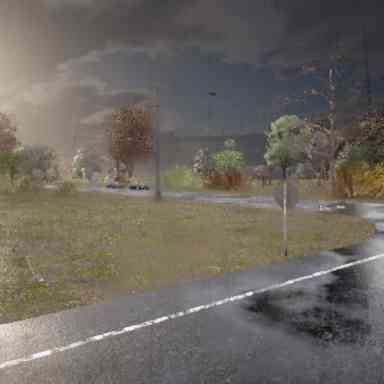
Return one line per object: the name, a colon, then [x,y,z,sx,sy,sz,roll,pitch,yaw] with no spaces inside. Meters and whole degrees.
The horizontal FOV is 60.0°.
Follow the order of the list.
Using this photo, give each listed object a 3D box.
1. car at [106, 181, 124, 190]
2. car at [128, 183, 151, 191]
car: [-14.450,-1.266,62.133,2.128,1.511,4.902,-2,3,-36]
car: [-8.630,-0.836,54.037,1.895,1.301,4.718,-2,3,-36]
